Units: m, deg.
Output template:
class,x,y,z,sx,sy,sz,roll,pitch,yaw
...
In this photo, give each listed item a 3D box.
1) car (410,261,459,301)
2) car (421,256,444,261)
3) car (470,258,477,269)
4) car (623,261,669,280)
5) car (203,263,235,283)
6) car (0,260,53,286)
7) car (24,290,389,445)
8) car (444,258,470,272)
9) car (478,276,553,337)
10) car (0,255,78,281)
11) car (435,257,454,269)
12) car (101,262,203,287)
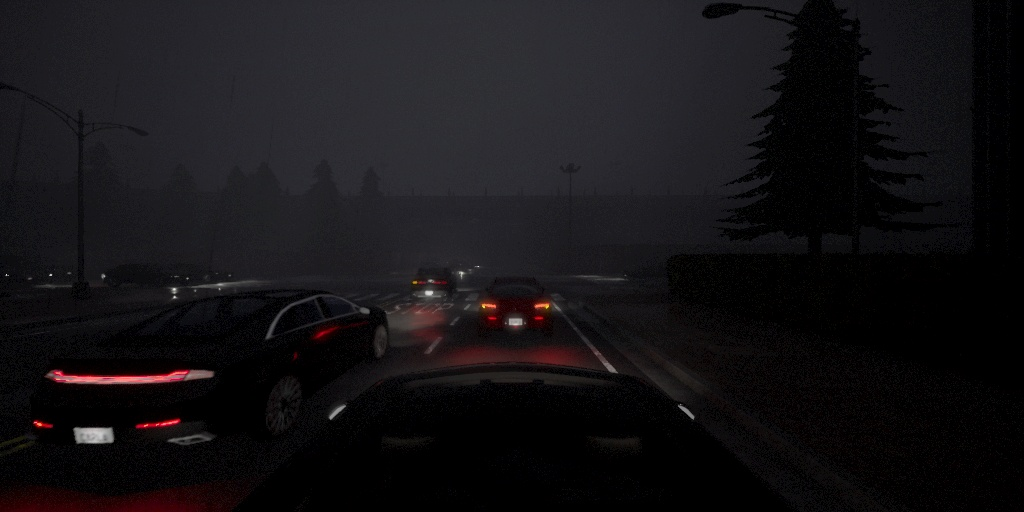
class,x,y,z,sx,sy,sz,roll,pitch,yaw
car,-3.730,1.235,17.444,1.837,1.490,4.892,0,1,-6
car,-10.585,0.971,47.028,2.150,2.045,5.566,0,0,0
car,-7.104,1.103,55.563,2.097,1.767,4.553,0,0,-2
car,12.267,1.241,30.381,5.357,1.411,2.033,0,0,0
car,-23.363,1.199,26.588,4.892,1.490,1.837,0,0,-1
car,-33.424,1.186,22.880,4.902,1.511,2.128,0,0,-4
car,-3.401,1.242,5.344,2.128,1.511,4.902,0,0,0
car,-7.087,1.102,46.688,2.097,1.767,4.553,0,0,0
car,0.085,1.276,10.149,1.812,1.442,4.674,0,0,0
car,-35.513,0.917,26.300,5.566,2.045,2.150,0,0,-5
car,-10.583,1.104,56.692,2.097,1.767,4.553,0,0,0
car,-23.339,1.199,23.093,4.892,1.490,1.837,0,0,0
